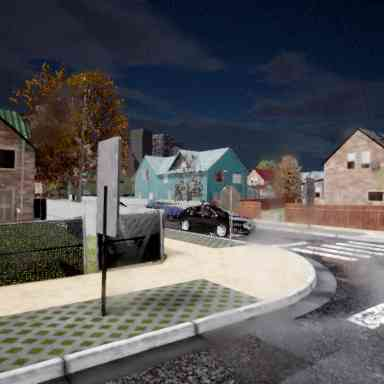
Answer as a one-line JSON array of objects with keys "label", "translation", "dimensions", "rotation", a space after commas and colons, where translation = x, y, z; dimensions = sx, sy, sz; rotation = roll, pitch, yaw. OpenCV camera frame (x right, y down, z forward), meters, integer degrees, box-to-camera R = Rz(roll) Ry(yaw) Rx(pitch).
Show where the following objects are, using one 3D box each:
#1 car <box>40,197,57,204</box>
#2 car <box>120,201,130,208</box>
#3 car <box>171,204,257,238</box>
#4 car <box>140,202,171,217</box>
[{"label": "car", "translation": [-19.436, 1.368, 45.292], "dimensions": [1.994, 1.385, 4.181], "rotation": [2, -1, -36]}, {"label": "car", "translation": [-6.719, 1.385, 28.056], "dimensions": [1.837, 1.490, 4.892], "rotation": [2, -1, -37]}, {"label": "car", "translation": [1.203, 1.437, 17.463], "dimensions": [1.837, 1.490, 4.892], "rotation": [2, -1, -38]}, {"label": "car", "translation": [-2.748, 1.512, 27.466], "dimensions": [2.033, 1.411, 5.357], "rotation": [2, -1, -37]}]
